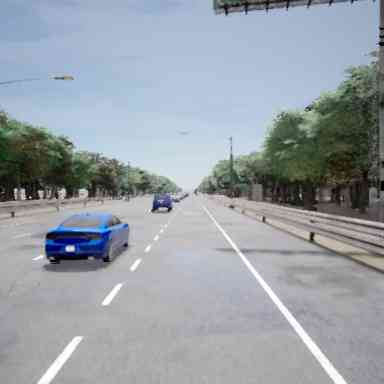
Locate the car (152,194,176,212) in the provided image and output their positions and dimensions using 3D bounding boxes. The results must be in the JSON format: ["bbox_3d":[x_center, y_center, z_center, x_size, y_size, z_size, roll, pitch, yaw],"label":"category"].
[{"bbox_3d":[-3.482,1.236,39.971,2.150,2.045,5.566,0,0,0],"label":"car"}]

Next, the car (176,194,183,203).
[{"bbox_3d":[-3.453,1.639,71.145,1.895,1.301,4.718,0,0,0],"label":"car"}]

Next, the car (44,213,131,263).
[{"bbox_3d":[-3.497,1.482,12.017,1.882,1.535,5.008,0,0,0],"label":"car"}]

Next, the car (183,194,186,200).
[{"bbox_3d":[-3.372,1.677,95.274,1.895,1.301,4.718,0,0,0],"label":"car"}]
